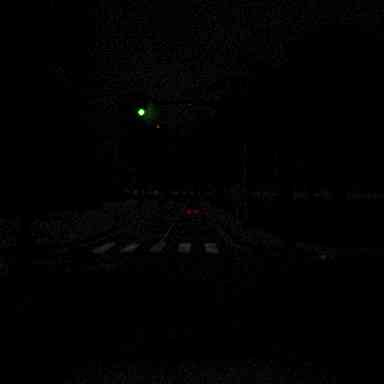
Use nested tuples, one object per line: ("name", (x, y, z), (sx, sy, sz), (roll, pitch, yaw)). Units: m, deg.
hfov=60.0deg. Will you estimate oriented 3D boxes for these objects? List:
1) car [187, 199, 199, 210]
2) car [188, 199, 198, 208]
("car", (0.161, 2.008, 51.745), (2.128, 1.511, 4.902), (0, -1, 0))
("car", (0.168, 2.094, 62.164), (1.882, 1.535, 5.008), (0, 0, 0))
